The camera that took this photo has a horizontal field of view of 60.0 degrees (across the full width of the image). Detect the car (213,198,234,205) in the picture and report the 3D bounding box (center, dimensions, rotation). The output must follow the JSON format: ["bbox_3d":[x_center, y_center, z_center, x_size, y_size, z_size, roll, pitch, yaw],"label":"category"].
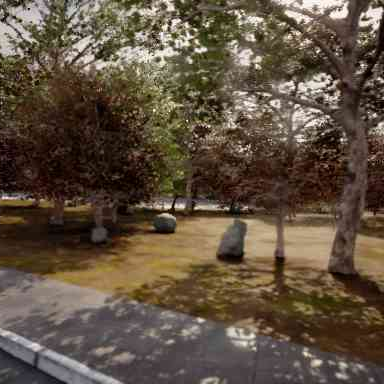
[{"bbox_3d":[7.965,2.485,89.604,2.435,2.045,5.566,5,1,44],"label":"car"}]

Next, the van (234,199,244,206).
[{"bbox_3d":[11.780,2.757,93.497,1.878,1.987,4.442,5,1,45],"label":"van"}]
